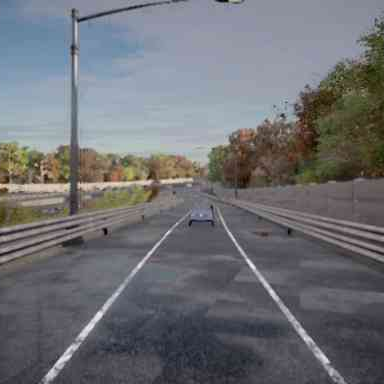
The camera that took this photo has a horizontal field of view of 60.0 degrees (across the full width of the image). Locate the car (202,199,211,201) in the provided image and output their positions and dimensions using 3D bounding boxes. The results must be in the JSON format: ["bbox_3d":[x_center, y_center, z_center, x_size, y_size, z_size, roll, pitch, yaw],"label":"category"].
[{"bbox_3d":[2.266,1.824,52.170,2.033,1.411,5.357,0,0,3],"label":"car"}]

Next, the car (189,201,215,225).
[{"bbox_3d":[0.781,1.680,25.325,2.033,1.411,5.357,0,0,3],"label":"car"}]
